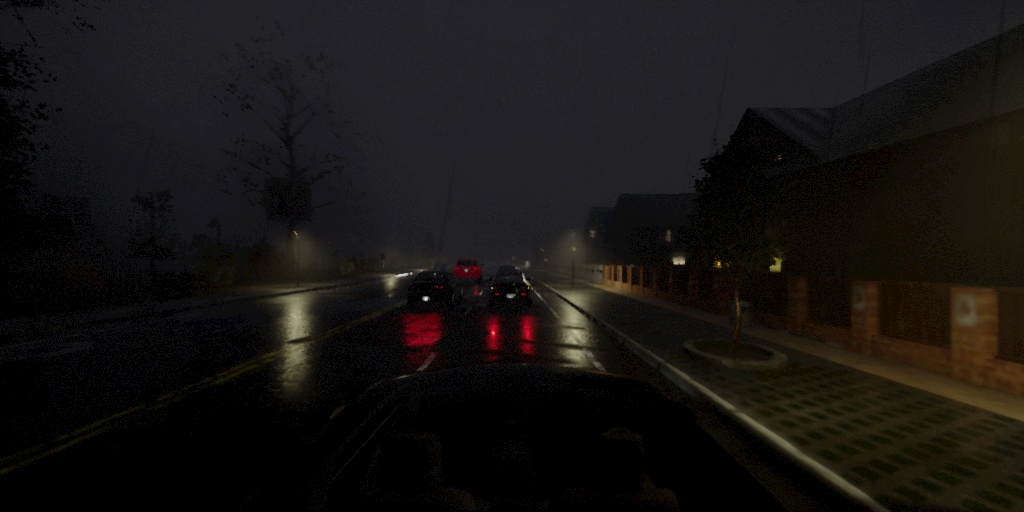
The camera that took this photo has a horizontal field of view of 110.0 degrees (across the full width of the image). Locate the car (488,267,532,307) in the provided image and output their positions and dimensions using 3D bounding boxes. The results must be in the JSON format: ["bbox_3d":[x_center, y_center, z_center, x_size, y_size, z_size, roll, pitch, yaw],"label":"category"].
[{"bbox_3d":[-0.094,1.411,16.342,1.812,1.442,4.674,0,0,-1],"label":"car"}]

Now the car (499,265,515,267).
[{"bbox_3d":[-0.441,1.532,31.332,1.837,1.490,4.892,0,0,-2],"label":"car"}]

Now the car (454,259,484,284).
[{"bbox_3d":[-3.683,1.240,30.952,2.150,2.045,5.566,0,0,-2],"label":"car"}]

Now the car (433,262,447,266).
[{"bbox_3d":[-11.387,1.762,57.144,2.128,1.511,4.902,0,-1,-3],"label":"car"}]

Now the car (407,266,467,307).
[{"bbox_3d":[-3.343,1.394,16.216,1.837,1.490,4.892,0,0,-1],"label":"car"}]
